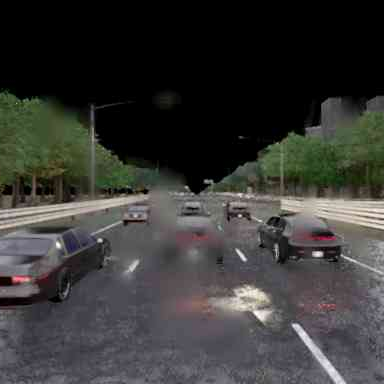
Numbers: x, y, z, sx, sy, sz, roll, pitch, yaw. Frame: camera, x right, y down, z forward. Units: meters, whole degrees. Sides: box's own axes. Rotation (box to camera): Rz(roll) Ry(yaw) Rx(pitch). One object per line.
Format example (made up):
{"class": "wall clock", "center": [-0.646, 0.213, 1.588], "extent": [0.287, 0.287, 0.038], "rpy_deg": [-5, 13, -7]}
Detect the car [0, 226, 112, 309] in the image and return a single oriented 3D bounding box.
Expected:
{"class": "car", "center": [-3.463, 1.540, 8.110], "extent": [2.033, 1.411, 5.357], "rpy_deg": [0, 0, 0]}

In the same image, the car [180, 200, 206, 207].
{"class": "car", "center": [0.055, 1.455, 27.012], "extent": [1.837, 1.490, 4.892], "rpy_deg": [0, 1, 0]}

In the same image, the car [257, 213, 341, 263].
{"class": "car", "center": [3.562, 1.495, 11.818], "extent": [1.837, 1.490, 4.892], "rpy_deg": [0, 0, 0]}

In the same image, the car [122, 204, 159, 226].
{"class": "car", "center": [-3.473, 1.513, 23.075], "extent": [2.033, 1.411, 5.357], "rpy_deg": [0, 0, 0]}

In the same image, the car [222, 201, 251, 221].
{"class": "car", "center": [3.554, 1.456, 26.928], "extent": [1.837, 1.490, 4.892], "rpy_deg": [0, 1, 0]}

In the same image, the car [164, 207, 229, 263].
{"class": "car", "center": [0.063, 1.495, 11.894], "extent": [1.837, 1.490, 4.892], "rpy_deg": [0, 0, 0]}
